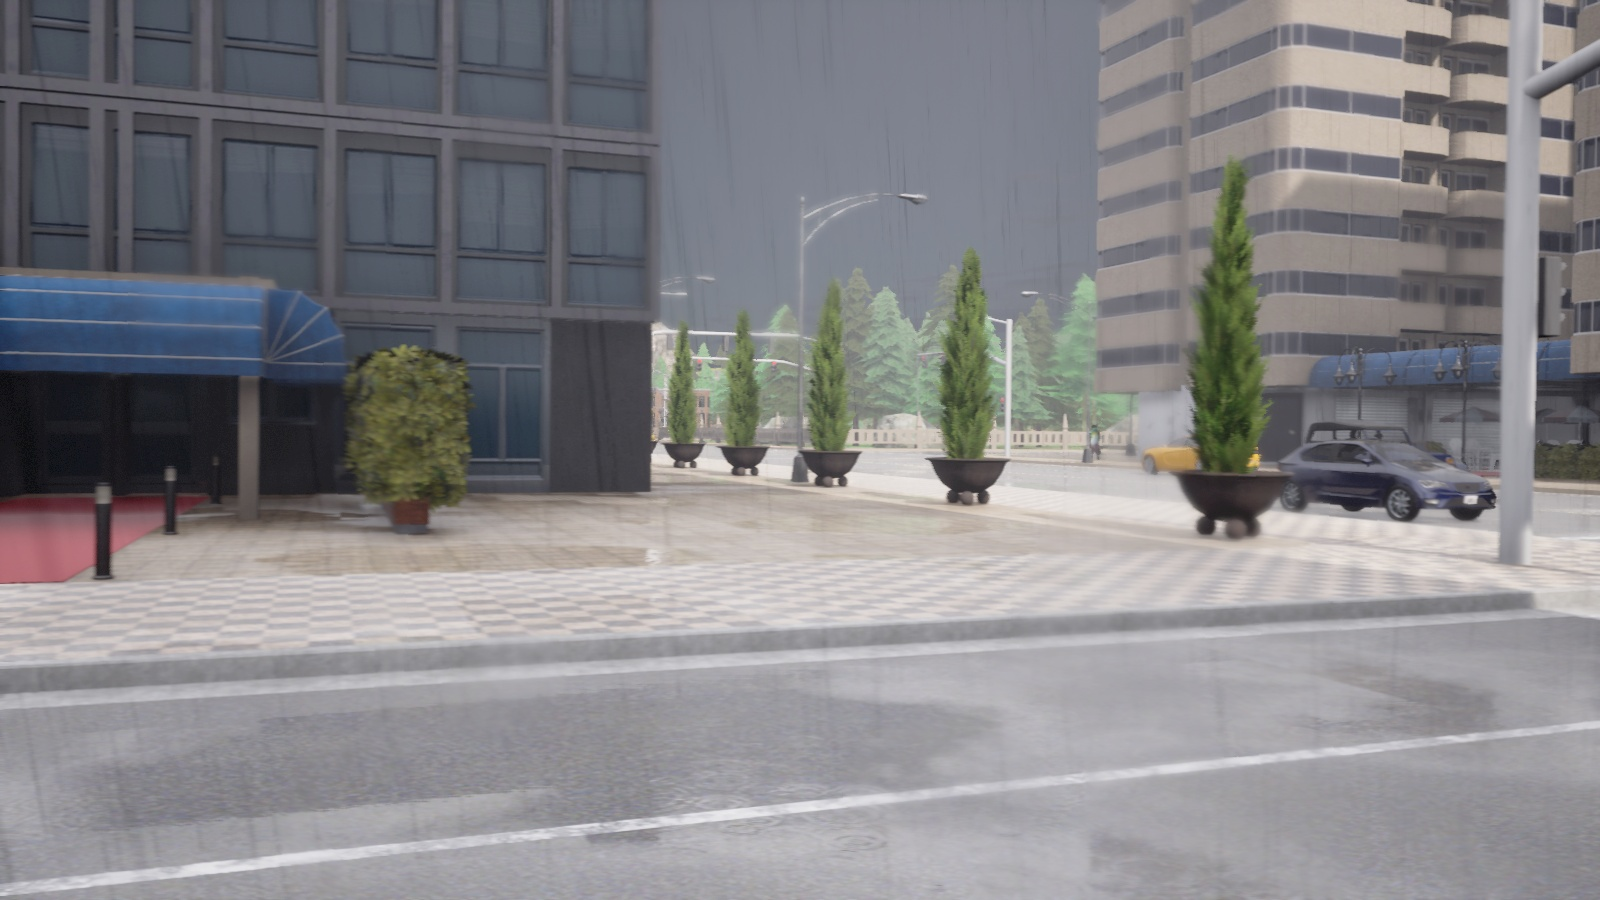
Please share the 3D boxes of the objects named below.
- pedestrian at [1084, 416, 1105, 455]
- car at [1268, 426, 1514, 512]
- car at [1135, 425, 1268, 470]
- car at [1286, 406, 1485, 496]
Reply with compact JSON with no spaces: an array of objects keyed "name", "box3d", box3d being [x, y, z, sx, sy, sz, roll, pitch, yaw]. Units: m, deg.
[{"name":"pedestrian","box3d":[14.911,-0.740,63.535,0.659,1.952,0.873,-1,1,-18]},{"name":"car","box3d":[11.132,0.301,23.996,1.816,1.474,4.193,-1,1,-20]},{"name":"car","box3d":[14.420,-0.120,45.446,1.882,1.535,5.008,-1,1,-20]},{"name":"car","box3d":[13.185,-0.013,28.537,1.905,1.878,3.866,-1,1,-20]}]
